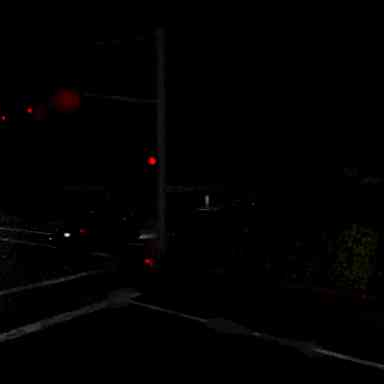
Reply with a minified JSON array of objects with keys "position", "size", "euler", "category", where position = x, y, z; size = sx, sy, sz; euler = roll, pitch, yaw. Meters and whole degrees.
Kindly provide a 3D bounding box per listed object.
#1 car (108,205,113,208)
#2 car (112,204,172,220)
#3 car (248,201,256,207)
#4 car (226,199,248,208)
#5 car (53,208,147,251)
[{"position":[-6.691,1.760,29.496],"size":[1.895,1.301,4.718],"euler":[-1,0,37],"category":"car"},{"position":[-3.878,1.735,27.413],"size":[1.895,1.301,4.718],"euler":[-1,0,37],"category":"car"},{"position":[10.173,1.479,46.031],"size":[2.097,1.767,4.553],"euler":[-1,0,37],"category":"car"},{"position":[6.593,1.679,47.102],"size":[1.812,1.442,4.674],"euler":[-1,0,37],"category":"car"},{"position":[-4.066,1.648,14.792],"size":[1.994,1.385,4.181],"euler":[-1,0,23],"category":"car"}]
